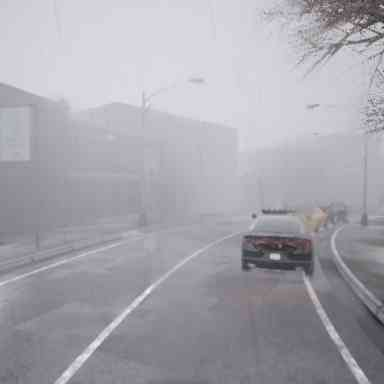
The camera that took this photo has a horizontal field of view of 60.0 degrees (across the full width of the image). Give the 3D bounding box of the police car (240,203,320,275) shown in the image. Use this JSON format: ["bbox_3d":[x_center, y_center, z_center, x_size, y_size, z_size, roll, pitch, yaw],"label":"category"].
[{"bbox_3d":[2.781,1.360,10.595,1.930,1.638,5.238,1,1,17],"label":"police car"}]

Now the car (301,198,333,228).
[{"bbox_3d":[6.602,1.360,19.193,1.801,1.575,5.366,1,1,30],"label":"car"}]

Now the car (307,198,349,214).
[{"bbox_3d":[13.891,1.359,33.947,4.674,1.442,1.812,0,1,-37],"label":"car"}]

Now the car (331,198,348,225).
[{"bbox_3d":[9.672,1.410,23.656,1.837,1.490,4.892,2,1,38],"label":"car"}]
